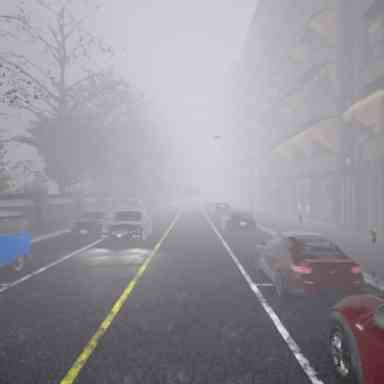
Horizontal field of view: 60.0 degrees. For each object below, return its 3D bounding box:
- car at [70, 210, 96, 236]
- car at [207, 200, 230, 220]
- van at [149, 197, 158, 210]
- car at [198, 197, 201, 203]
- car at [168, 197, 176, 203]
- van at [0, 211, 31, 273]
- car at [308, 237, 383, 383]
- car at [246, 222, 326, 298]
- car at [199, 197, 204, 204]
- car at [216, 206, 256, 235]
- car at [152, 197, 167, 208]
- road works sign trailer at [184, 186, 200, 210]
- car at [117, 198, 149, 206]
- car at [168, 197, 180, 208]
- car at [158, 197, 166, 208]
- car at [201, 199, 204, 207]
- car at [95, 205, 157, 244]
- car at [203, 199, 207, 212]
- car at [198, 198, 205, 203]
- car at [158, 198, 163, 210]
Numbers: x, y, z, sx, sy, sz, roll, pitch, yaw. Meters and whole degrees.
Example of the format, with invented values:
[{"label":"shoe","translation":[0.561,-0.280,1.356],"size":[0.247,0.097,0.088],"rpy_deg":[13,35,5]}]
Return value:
[{"label":"car","translation":[-5.687,1.722,19.637],"size":[1.947,1.339,4.313],"rpy_deg":[0,0,0]},{"label":"car","translation":[2.694,1.690,30.897],"size":[1.967,1.590,4.097],"rpy_deg":[0,0,0]},{"label":"van","translation":[-5.685,1.688,42.158],"size":[1.690,1.788,3.998],"rpy_deg":[0,0,0]},{"label":"car","translation":[2.700,2.310,87.198],"size":[1.887,1.381,4.507],"rpy_deg":[0,-1,0]},{"label":"car","translation":[-5.681,2.261,92.830],"size":[1.967,1.590,4.097],"rpy_deg":[0,-1,0]},{"label":"van","translation":[-5.688,1.408,8.379],"size":[1.690,1.788,3.998],"rpy_deg":[0,0,0]},{"label":"car","translation":[2.692,1.463,2.747],"size":[1.967,1.590,4.097],"rpy_deg":[0,0,0]},{"label":"car","translation":[2.693,1.649,8.376],"size":[1.802,1.307,4.206],"rpy_deg":[0,0,0]},{"label":"car","translation":[2.697,2.065,59.049],"size":[1.947,1.339,4.313],"rpy_deg":[0,-1,0]},{"label":"car","translation":[2.693,1.723,19.637],"size":[1.947,1.339,4.313],"rpy_deg":[0,0,0]},{"label":"car","translation":[-5.683,1.814,59.052],"size":[2.192,1.841,5.009],"rpy_deg":[0,-1,0]},{"label":"road works sign trailer","translation":[0.007,0.889,50.819],"size":[2.380,3.560,2.880],"rpy_deg":[0,-1,0]},{"label":"car","translation":[-5.685,1.565,30.899],"size":[2.192,1.841,5.009],"rpy_deg":[0,0,0]},{"label":"car","translation":[-3.048,2.012,57.609],"size":[1.812,1.442,4.674],"rpy_deg":[0,-1,0]},{"label":"car","translation":[-5.684,1.993,53.417],"size":[1.887,1.381,4.507],"rpy_deg":[0,-1,0]},{"label":"car","translation":[2.696,1.979,47.787],"size":[1.802,1.307,4.206],"rpy_deg":[0,-1,0]},{"label":"car","translation":[-3.096,1.637,16.623],"size":[1.837,1.490,4.892],"rpy_deg":[0,0,0]},{"label":"car","translation":[2.696,1.874,42.327],"size":[1.752,1.417,4.829],"rpy_deg":[0,-1,0]},{"label":"car","translation":[2.700,2.366,92.828],"size":[1.887,1.381,4.507],"rpy_deg":[0,-1,0]},{"label":"car","translation":[-5.684,1.979,47.787],"size":[1.802,1.307,4.206],"rpy_deg":[0,-1,0]}]
